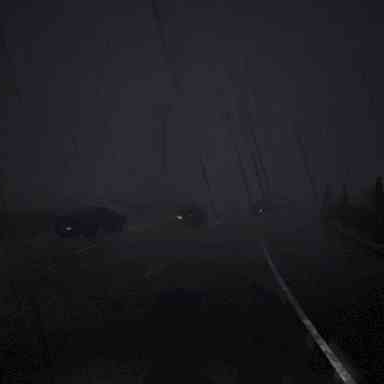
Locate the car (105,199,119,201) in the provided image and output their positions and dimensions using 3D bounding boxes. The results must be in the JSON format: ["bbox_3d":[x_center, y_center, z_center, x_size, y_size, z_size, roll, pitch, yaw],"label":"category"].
[{"bbox_3d":[-9.548,1.564,38.904,1.994,1.385,4.181,0,0,22],"label":"car"}]

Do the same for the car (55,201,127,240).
[{"bbox_3d":[-5.007,1.477,17.239,1.882,1.535,5.008,0,0,11],"label":"car"}]

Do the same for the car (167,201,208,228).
[{"bbox_3d":[-0.213,1.564,22.337,1.994,1.385,4.181,0,0,14],"label":"car"}]

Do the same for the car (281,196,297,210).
[{"bbox_3d":[12.081,1.350,42.869,2.097,1.767,4.553,0,0,29],"label":"car"}]

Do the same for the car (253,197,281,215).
[{"bbox_3d":[7.411,1.504,33.611,1.837,1.490,4.892,0,0,23],"label":"car"}]

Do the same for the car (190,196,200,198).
[{"bbox_3d":[0.705,1.502,63.916,1.837,1.490,4.892,0,0,37],"label":"car"}]

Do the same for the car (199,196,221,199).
[{"bbox_3d":[3.655,1.524,56.066,1.812,1.442,4.674,0,0,35],"label":"car"}]

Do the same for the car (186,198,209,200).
[{"bbox_3d":[-0.071,1.600,34.024,1.895,1.301,4.718,0,0,21],"label":"car"}]
